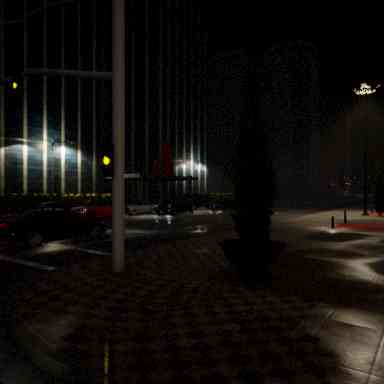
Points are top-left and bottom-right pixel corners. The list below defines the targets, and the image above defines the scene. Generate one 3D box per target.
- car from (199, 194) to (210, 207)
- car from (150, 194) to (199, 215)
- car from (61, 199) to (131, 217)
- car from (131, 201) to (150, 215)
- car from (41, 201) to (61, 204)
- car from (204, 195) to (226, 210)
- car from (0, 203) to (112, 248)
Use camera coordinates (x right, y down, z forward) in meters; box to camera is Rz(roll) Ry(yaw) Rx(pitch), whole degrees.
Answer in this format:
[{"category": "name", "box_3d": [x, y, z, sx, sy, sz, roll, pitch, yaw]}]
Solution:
[{"category": "car", "box_3d": [0.560, 1.221, 43.472, 2.150, 2.045, 5.566, 0, 0, 35]}, {"category": "car", "box_3d": [-1.711, 1.352, 34.113, 2.097, 1.767, 4.553, 0, 0, 35]}, {"category": "car", "box_3d": [-7.400, 1.352, 25.952, 2.097, 1.767, 4.553, 0, 0, 35]}, {"category": "car", "box_3d": [-5.573, 1.601, 34.699, 1.895, 1.301, 4.718, 0, 0, 35]}, {"category": "car", "box_3d": [-11.235, 1.478, 26.574, 1.882, 1.535, 5.008, 0, 0, 35]}, {"category": "car", "box_3d": [4.129, 1.491, 42.470, 2.128, 1.511, 4.902, 0, 0, 35]}, {"category": "car", "box_3d": [-6.234, 1.477, 15.034, 1.882, 1.535, 5.008, 0, 0, 35]}]
